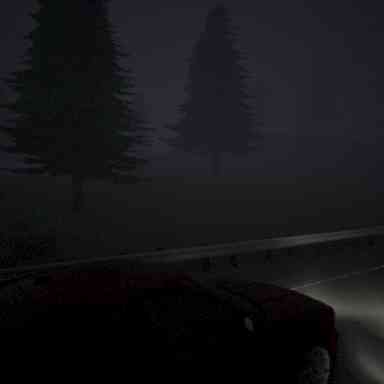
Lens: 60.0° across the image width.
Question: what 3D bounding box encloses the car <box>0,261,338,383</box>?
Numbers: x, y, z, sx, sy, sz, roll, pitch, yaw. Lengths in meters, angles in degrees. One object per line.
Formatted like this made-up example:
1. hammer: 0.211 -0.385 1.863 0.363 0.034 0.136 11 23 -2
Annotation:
1. car: -0.573 1.467 3.266 5.008 1.535 1.882 0 0 -35
